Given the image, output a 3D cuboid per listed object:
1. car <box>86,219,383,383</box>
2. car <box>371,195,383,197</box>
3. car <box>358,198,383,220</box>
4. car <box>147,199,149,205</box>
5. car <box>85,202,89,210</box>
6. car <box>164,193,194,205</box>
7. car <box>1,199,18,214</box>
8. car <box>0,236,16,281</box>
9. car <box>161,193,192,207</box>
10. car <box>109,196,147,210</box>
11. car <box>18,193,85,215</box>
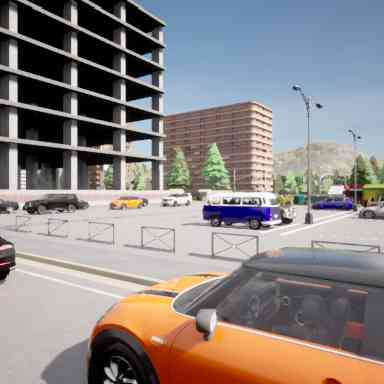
[{"bbox_3d":[1.036,1.352,3.250,4.553,1.767,2.097,0,0,35],"label":"car"},{"bbox_3d":[17.819,1.153,29.367,4.605,1.855,1.932,0,0,36],"label":"car"},{"bbox_3d":[14.613,1.395,24.802,3.806,1.475,1.970,0,0,36],"label":"car"},{"bbox_3d":[-8.390,1.436,48.379,2.128,1.511,4.902,0,0,35],"label":"car"},{"bbox_3d":[-14.414,1.508,39.852,1.994,1.385,4.181,0,0,35],"label":"car"},{"bbox_3d":[-2.185,1.166,57.103,2.150,2.045,5.566,0,0,36],"label":"car"},{"bbox_3d":[-19.556,1.436,32.578,2.128,1.511,4.902,0,0,36],"label":"car"},{"bbox_3d":[-6.477,1.492,8.564,4.902,1.511,2.128,0,0,35],"label":"car"},{"bbox_3d":[-2.297,1.166,50.921,2.150,2.045,5.566,0,0,35],"label":"car"},{"bbox_3d":[-8.373,1.297,42.337,2.097,1.767,4.553,0,0,35],"label":"car"},{"bbox_3d":[-14.250,1.166,34.009,2.150,2.045,5.566,0,0,35],"label":"car"}]
